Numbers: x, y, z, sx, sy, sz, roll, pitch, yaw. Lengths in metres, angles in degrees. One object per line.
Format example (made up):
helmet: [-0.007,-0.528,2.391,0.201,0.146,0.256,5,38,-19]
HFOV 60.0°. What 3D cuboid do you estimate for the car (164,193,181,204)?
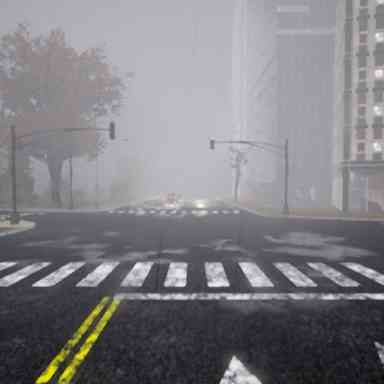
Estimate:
car: [-3.253,0.895,53.388,2.097,1.767,4.553,0,0,0]
